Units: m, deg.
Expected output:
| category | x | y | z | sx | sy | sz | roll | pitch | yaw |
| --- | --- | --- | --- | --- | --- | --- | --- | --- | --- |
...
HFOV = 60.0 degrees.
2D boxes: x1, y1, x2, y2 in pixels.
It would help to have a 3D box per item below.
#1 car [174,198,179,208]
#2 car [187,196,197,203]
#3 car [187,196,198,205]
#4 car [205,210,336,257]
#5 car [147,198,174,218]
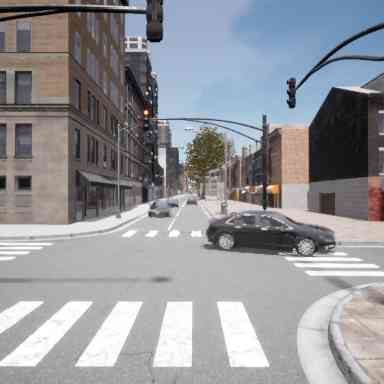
| category | x | y | z | sx | sy | sz | roll | pitch | yaw |
| --- | --- | --- | --- | --- | --- | --- | --- | --- | --- |
| car | -2.895 | 1.524 | 48.175 | 2.033 | 1.411 | 5.357 | 0 | 0 | 0 |
| car | 0.021 | 1.542 | 69.244 | 1.994 | 1.385 | 4.181 | 0 | 0 | 0 |
| car | 0.028 | 1.524 | 58.962 | 2.033 | 1.411 | 5.357 | 0 | 0 | 1 |
| car | 2.925 | 1.513 | 12.893 | 4.892 | 1.490 | 1.837 | 1 | 3 | 24 |
| car | -2.885 | 1.509 | 30.247 | 1.812 | 1.442 | 4.674 | 0 | 0 | 0 |
